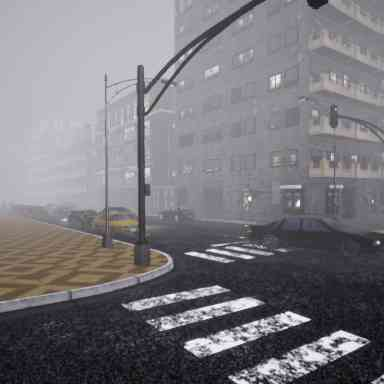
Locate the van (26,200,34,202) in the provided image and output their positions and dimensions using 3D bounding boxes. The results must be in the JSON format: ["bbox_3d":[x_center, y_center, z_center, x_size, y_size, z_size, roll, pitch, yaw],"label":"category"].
[{"bbox_3d":[-41.613,2.831,85.121,1.690,1.788,3.998,-2,0,-36],"label":"van"}]

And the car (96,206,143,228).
[{"bbox_3d":[-5.962,1.917,26.808,1.837,1.490,4.892,-1,-1,-36],"label":"car"}]

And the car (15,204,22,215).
[{"bbox_3d":[-21.592,2.392,43.700,1.802,1.307,4.206,-2,0,-36],"label":"car"}]

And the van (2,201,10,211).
[{"bbox_3d":[-31.636,2.433,57.373,1.690,1.788,3.998,-2,0,-36],"label":"van"}]

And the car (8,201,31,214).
[{"bbox_3d":[-24.939,2.449,48.257,1.887,1.381,4.507,-2,0,-36],"label":"car"}]

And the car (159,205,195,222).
[{"bbox_3d":[-1.455,1.915,30.430,2.008,1.369,4.403,-2,0,-36],"label":"car"}]

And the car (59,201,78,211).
[{"bbox_3d":[-21.534,2.366,57.775,1.967,1.590,4.097,-2,0,-36],"label":"car"}]

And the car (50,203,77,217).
[{"bbox_3d":[-14.680,2.254,38.701,1.895,1.301,4.718,-1,-1,-36],"label":"car"}]

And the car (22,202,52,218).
[{"bbox_3d":[-18.247,2.262,39.142,1.887,1.381,4.507,-2,0,-36],"label":"car"}]

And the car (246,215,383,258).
[{"bbox_3d":[4.844,1.667,13.467,5.357,1.411,2.033,-1,-1,40],"label":"car"}]

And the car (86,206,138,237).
[{"bbox_3d":[-4.764,1.865,20.776,1.752,1.417,4.829,-2,0,-36],"label":"car"}]

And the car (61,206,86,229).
[{"bbox_3d":[-8.209,2.002,25.470,1.947,1.339,4.313,-2,0,-36],"label":"car"}]

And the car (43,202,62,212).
[{"bbox_3d":[-23.805,2.518,56.526,1.994,1.385,4.181,-1,-1,-37],"label":"car"}]
